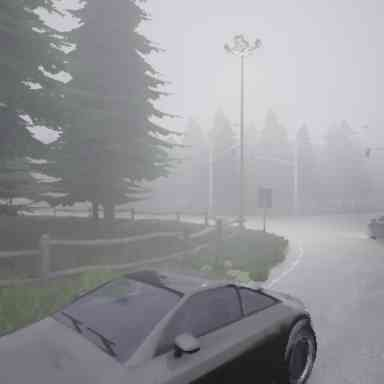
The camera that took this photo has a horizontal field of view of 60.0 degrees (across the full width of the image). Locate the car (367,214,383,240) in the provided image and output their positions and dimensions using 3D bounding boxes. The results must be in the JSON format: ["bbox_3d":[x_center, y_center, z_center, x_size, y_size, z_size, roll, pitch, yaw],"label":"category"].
[{"bbox_3d":[9.923,1.740,15.824,1.837,1.490,4.892,1,-1,13],"label":"car"}]

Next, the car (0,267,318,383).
[{"bbox_3d":[-0.372,1.602,3.543,4.181,1.385,1.994,1,-1,-45],"label":"car"}]
